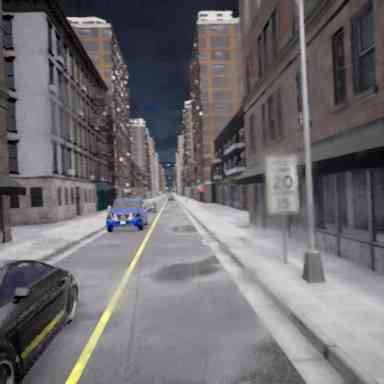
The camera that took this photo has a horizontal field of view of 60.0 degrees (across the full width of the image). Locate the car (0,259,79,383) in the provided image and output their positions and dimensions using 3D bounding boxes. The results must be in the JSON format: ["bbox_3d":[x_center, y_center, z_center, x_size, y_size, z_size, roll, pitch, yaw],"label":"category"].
[{"bbox_3d":[-2.996,1.692,4.513,1.994,1.385,4.181,-3,0,-4],"label":"car"}]

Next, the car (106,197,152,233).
[{"bbox_3d":[-4.106,1.385,21.687,2.150,2.045,5.566,-3,0,-4],"label":"car"}]

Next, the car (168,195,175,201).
[{"bbox_3d":[-5.431,1.710,87.131,2.033,1.411,5.357,-3,0,-4],"label":"car"}]

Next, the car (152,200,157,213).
[{"bbox_3d":[-5.113,1.701,39.139,2.128,1.511,4.902,-3,0,-4],"label":"car"}]
